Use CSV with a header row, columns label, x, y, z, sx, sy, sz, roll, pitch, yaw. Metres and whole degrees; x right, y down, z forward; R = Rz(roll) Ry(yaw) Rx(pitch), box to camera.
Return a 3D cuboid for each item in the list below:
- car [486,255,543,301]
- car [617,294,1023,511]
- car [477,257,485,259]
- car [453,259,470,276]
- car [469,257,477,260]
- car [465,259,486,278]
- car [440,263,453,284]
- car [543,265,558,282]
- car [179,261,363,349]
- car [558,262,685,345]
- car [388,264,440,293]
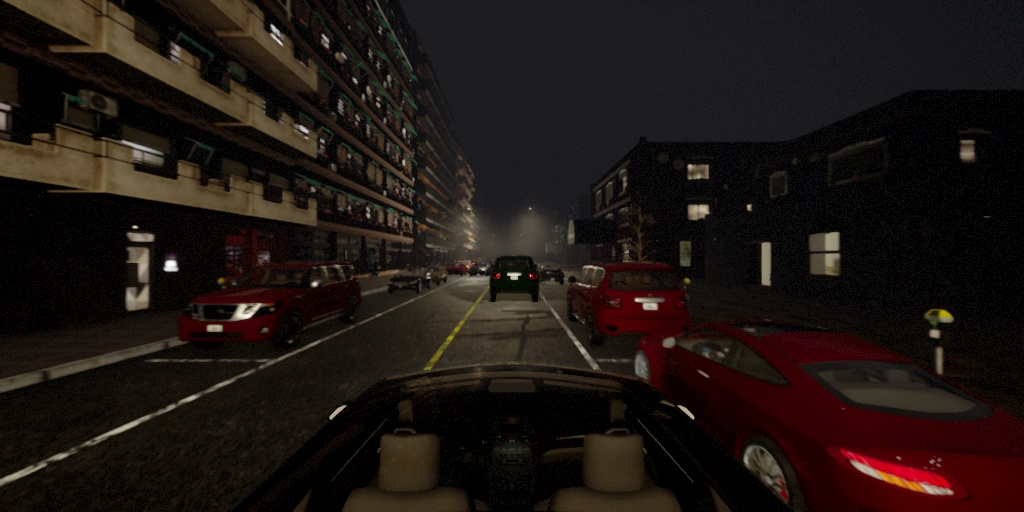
label,x,y,z,sx,sy,sz,roll,pitch,yaw
car,0.099,0.981,17.448,2.150,2.045,5.566,0,0,0
car,2.690,1.333,3.839,1.802,1.307,4.207,0,0,0
car,-5.695,1.122,53.690,2.192,1.841,5.009,0,0,0
car,-5.694,1.327,37.073,1.888,1.381,4.507,0,0,0
car,-5.694,1.230,42.611,1.967,1.591,4.097,0,0,0
car,-3.029,1.328,35.259,2.033,1.411,5.357,0,0,1
car,-5.693,1.294,25.823,1.751,1.417,4.829,0,0,0
car,2.688,1.319,25.995,2.007,1.370,4.403,0,0,0
car,-5.691,1.069,9.376,2.192,1.841,5.009,0,0,0
car,2.690,1.069,9.378,2.192,1.841,5.009,0,0,0
car,-5.692,1.313,20.454,2.007,1.370,4.403,0,0,0
